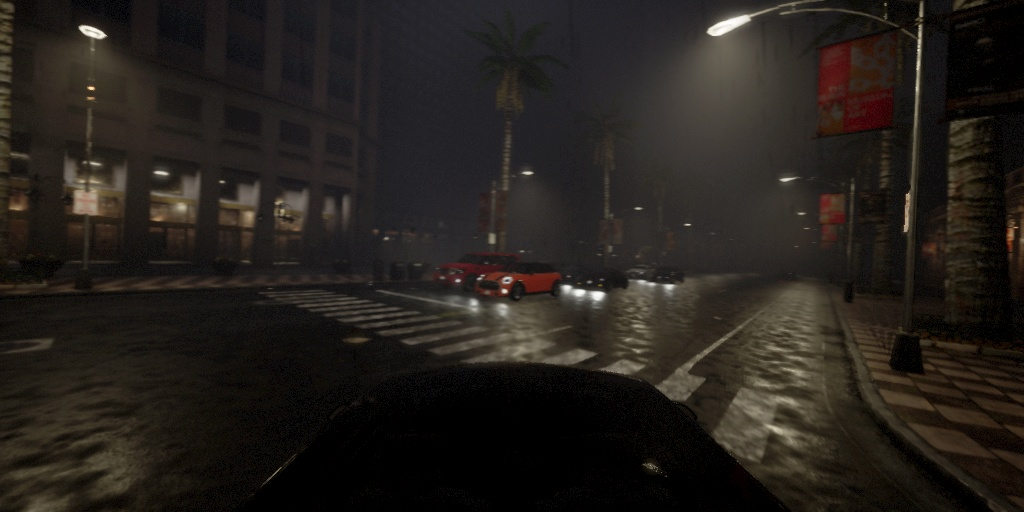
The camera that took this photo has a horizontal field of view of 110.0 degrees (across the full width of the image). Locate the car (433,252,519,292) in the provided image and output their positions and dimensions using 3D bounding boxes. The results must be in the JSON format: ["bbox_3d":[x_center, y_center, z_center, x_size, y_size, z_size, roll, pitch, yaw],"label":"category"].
[{"bbox_3d":[-1.651,0.798,19.935,2.150,2.045,5.566,3,0,41],"label":"car"}]

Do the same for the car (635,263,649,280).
[{"bbox_3d":[13.660,1.678,37.612,1.812,1.442,4.674,3,0,41],"label":"car"}]

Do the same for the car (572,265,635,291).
[{"bbox_3d":[6.066,1.460,23.529,1.994,1.385,4.181,3,0,41],"label":"car"}]

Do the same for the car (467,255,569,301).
[{"bbox_3d":[0.426,1.036,16.996,2.097,1.767,4.553,3,0,41],"label":"car"}]

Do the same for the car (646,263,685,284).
[{"bbox_3d":[14.536,1.720,33.295,1.837,1.490,4.892,3,0,41],"label":"car"}]

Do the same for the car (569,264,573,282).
[{"bbox_3d":[5.162,1.380,27.828,2.033,1.411,5.357,3,0,40],"label":"car"}]
